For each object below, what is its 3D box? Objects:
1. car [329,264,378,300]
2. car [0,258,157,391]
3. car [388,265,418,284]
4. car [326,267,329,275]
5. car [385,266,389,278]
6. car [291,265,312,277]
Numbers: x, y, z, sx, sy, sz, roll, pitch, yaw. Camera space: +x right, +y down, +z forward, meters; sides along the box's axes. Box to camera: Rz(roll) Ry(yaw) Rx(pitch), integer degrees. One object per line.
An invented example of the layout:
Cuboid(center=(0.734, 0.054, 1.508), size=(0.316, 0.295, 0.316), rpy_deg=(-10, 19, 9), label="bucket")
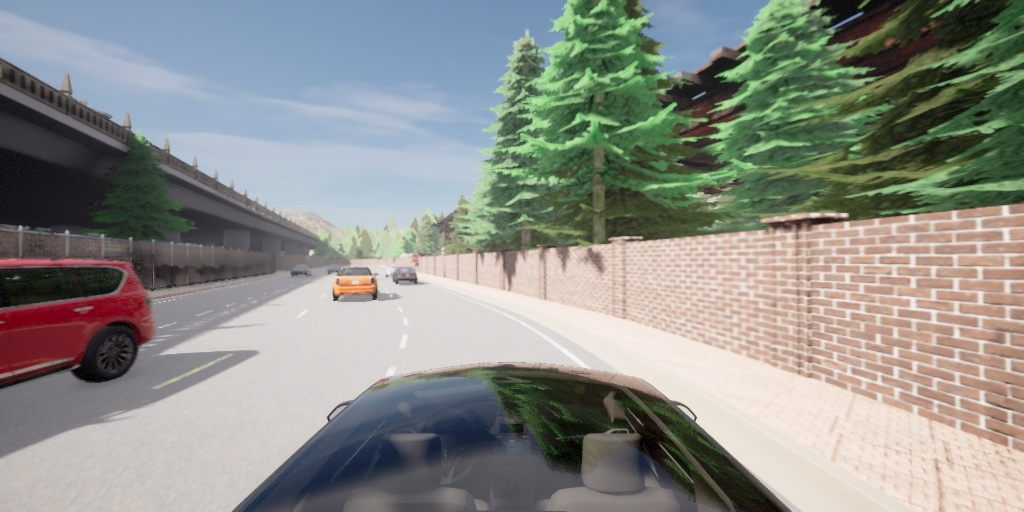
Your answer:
Cuboid(center=(-8.490, 1.344, 19.670), size=(2.097, 1.767, 4.553), rpy_deg=(0, -1, -21), label="car")
Cuboid(center=(-7.431, 1.030, 4.331), size=(2.150, 2.045, 5.566), rpy_deg=(0, -1, -9), label="car")
Cuboid(center=(-9.406, 1.680, 31.472), size=(2.033, 1.411, 5.357), rpy_deg=(0, -1, -22), label="car")
Cuboid(center=(-25.016, 1.926, 50.848), size=(1.837, 1.490, 4.892), rpy_deg=(0, -1, -22), label="car")
Cuboid(center=(-14.044, 1.809, 42.772), size=(1.812, 1.442, 4.674), rpy_deg=(0, -1, -21), label="car")
Cuboid(center=(-26.631, 1.868, 45.440), size=(1.837, 1.490, 4.892), rpy_deg=(0, -1, -22), label="car")
